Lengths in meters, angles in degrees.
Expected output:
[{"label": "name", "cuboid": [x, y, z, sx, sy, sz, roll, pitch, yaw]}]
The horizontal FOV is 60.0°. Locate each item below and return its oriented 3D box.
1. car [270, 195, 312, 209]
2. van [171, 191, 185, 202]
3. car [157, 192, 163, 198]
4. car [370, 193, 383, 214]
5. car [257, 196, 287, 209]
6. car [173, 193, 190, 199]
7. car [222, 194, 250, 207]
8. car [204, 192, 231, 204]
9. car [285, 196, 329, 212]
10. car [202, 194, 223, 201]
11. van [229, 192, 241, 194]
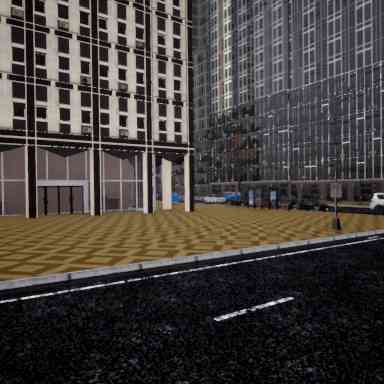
[{"label": "car", "cuboid": [12.439, 1.260, 42.188, 2.128, 1.511, 4.902, -1, 1, -34]}, {"label": "van", "cuboid": [-2.943, 0.936, 60.203, 1.690, 1.788, 3.998, 0, 1, -34]}, {"label": "car", "cuboid": [-5.606, 0.614, 79.012, 2.192, 1.841, 5.009, 0, 1, -34]}, {"label": "car", "cuboid": [19.906, 1.107, 31.468, 2.150, 2.045, 5.566, -1, 1, -37]}, {"label": "car", "cuboid": [9.752, 1.386, 41.348, 1.802, 1.307, 4.206, -1, 1, -34]}, {"label": "car", "cuboid": [-2.408, 0.934, 74.316, 1.802, 1.307, 4.206, 0, 1, -34]}, {"label": "car", "cuboid": [6.603, 1.318, 46.079, 1.947, 1.339, 4.313, -1, 1, -34]}, {"label": "car", "cuboid": [3.794, 1.154, 54.924, 1.812, 1.442, 4.674, -1, 1, -34]}, {"label": "car", "cuboid": [12.935, 1.422, 36.637, 1.947, 1.339, 4.313, -1, 1, -34]}, {"label": "car", "cuboid": [3.986, 1.042, 64.918, 1.802, 1.307, 4.206, -1, 1, -34]}, {"label": "van", "cuboid": [7.182, 0.853, 60.215, 1.690, 1.788, 3.998, -1, 1, -34]}]
